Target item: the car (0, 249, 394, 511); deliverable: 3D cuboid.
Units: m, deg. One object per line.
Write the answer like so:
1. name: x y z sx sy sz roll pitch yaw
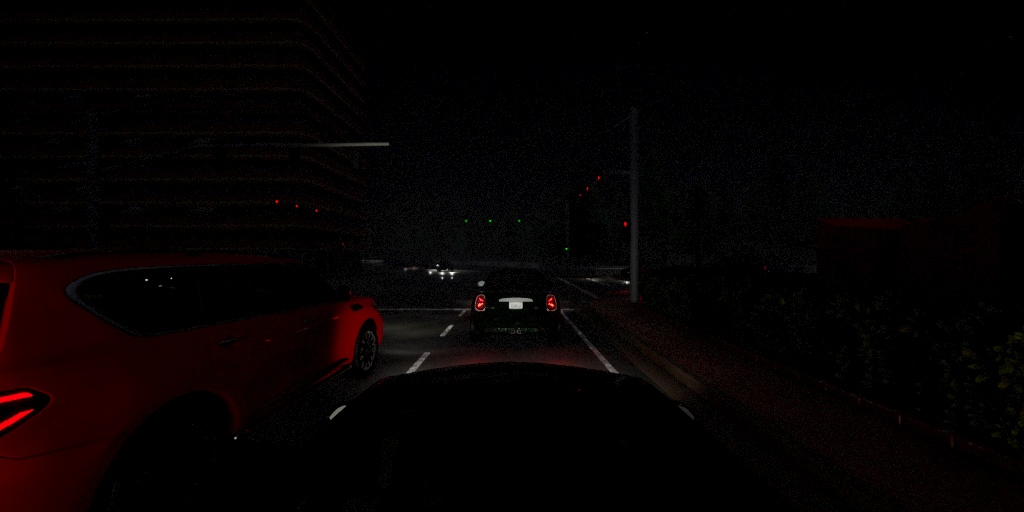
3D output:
1. car: -3.435 0.972 4.150 2.150 2.045 5.566 0 0 1

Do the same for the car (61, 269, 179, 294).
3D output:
1. car: -22.419 1.412 20.648 4.718 1.301 1.895 0 0 0

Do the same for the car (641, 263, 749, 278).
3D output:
1. car: 10.261 1.317 20.376 4.892 1.490 1.837 0 0 0

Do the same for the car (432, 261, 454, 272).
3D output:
1. car: -8.957 1.312 47.597 2.033 1.411 5.357 0 0 -18

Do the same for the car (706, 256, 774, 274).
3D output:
1. car: 16.387 1.035 27.525 5.566 2.045 2.150 0 0 0

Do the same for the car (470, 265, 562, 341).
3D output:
1. car: 0.096 1.105 9.991 2.097 1.767 4.553 0 0 0

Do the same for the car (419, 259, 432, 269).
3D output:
1. car: -13.215 1.259 56.603 2.128 1.511 4.902 0 0 -33

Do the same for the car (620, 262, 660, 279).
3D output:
1. car: 11.962 1.293 31.062 5.008 1.535 1.882 0 0 0

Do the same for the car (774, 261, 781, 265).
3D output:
1. car: 20.980 1.167 30.985 4.553 1.767 2.097 0 0 0

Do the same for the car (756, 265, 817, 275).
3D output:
1. car: 19.356 1.413 23.799 4.718 1.301 1.895 0 0 0
